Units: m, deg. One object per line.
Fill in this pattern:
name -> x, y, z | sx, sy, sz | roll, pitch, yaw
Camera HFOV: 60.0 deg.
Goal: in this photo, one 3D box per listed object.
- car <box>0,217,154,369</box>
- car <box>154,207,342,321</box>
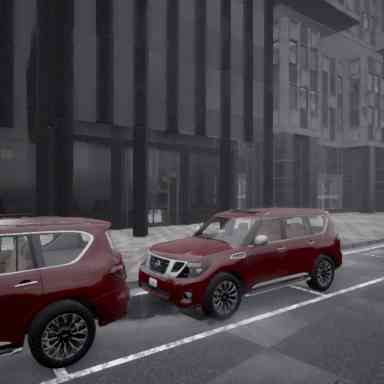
car -> -3.254, 1.315, 4.211 | 5.009, 1.841, 2.192 | 0, 0, -35
car -> 1.343, 1.314, 7.479 | 5.009, 1.841, 2.192 | 0, 0, -35
